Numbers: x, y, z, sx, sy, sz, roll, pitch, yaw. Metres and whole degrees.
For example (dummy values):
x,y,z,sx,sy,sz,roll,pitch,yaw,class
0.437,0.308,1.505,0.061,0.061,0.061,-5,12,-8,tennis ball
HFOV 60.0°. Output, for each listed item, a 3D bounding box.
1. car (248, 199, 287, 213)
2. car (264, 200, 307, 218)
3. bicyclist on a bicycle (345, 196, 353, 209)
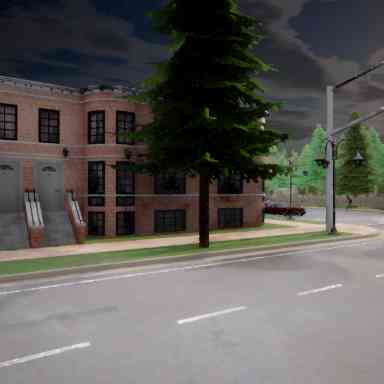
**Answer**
x,y,z,sx,sy,sz,roll,pitch,yaw,class
8.377,1.564,37.364,1.994,1.385,4.181,0,0,-31,car
8.223,1.601,30.750,1.895,1.301,4.718,0,0,-31,car
19.180,1.301,40.651,1.656,1.620,0.582,0,0,-31,bicyclist on a bicycle
